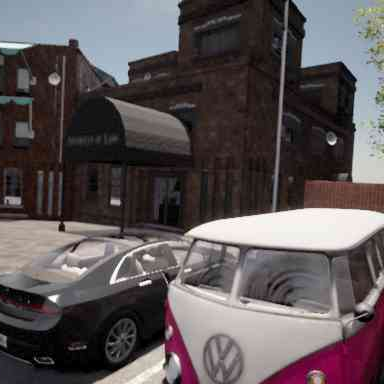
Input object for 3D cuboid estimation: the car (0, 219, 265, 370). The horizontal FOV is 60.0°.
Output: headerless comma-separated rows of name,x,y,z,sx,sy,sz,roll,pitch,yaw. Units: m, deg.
car,-0.810,1.450,5.848,2.231,1.521,4.892,1,1,35
